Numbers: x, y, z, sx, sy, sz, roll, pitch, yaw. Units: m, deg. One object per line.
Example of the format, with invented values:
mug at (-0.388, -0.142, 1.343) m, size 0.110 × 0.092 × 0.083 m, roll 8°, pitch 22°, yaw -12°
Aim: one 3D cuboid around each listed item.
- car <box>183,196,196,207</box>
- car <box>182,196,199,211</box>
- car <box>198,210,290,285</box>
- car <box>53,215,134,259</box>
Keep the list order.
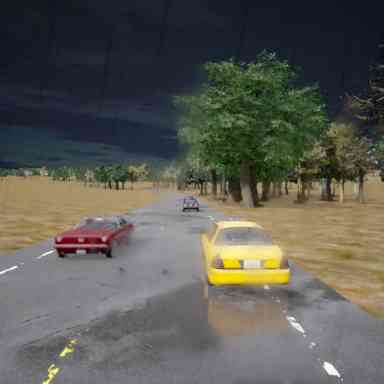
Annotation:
car at (-0.350, 1.373, 48.788) m, size 1.812 × 1.442 × 4.674 m, roll 0°, pitch 0°, yaw -1°
car at (-0.141, 1.450, 38.206) m, size 2.033 × 1.411 × 5.357 m, roll 0°, pitch 0°, yaw -1°
car at (1.219, 1.448, 9.354) m, size 1.801 × 1.575 × 5.366 m, roll 0°, pitch 0°, yaw 0°
car at (-3.525, 1.588, 12.754) m, size 1.895 × 1.301 × 4.718 m, roll 0°, pitch 0°, yaw 0°
